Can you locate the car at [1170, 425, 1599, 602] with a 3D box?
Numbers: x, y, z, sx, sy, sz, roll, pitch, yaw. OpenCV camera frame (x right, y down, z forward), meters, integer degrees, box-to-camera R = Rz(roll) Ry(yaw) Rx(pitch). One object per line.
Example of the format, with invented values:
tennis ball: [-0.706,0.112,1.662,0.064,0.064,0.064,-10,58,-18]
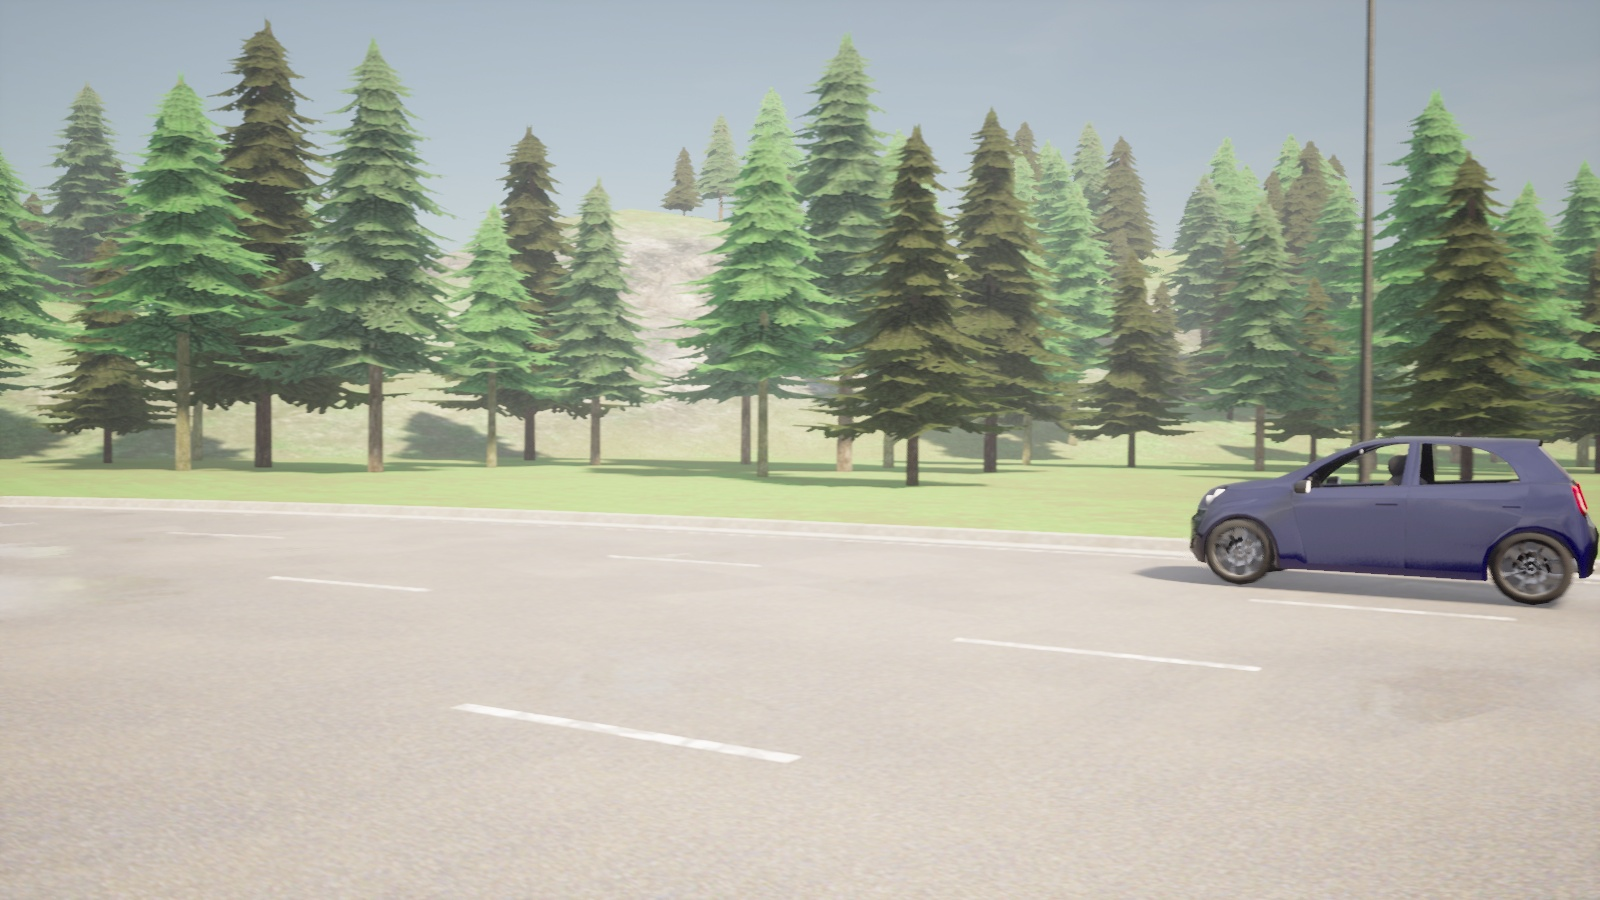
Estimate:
car: [5.737,0.525,12.367,3.633,1.501,1.845,0,1,32]
